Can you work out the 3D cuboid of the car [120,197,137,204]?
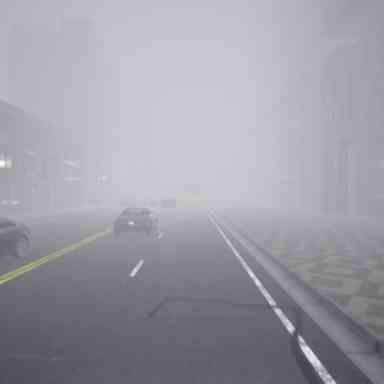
[{"bbox_3d":[-9.794,1.513,51.622,1.837,1.490,4.892,0,0,1],"label":"car"}]

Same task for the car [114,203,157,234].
[{"bbox_3d":[-3.143,1.567,19.171,1.994,1.385,4.181,0,0,0],"label":"car"}]

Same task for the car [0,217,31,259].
[{"bbox_3d":[-6.596,1.493,9.811,2.128,1.511,4.902,0,0,0],"label":"car"}]

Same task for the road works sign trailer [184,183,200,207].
[{"bbox_3d":[0.027,0.473,51.491,2.380,3.560,2.880,0,0,0],"label":"road works sign trailer"}]

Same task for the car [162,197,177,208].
[{"bbox_3d":[-3.139,1.486,47.149,1.882,1.535,5.008,0,0,0],"label":"car"}]

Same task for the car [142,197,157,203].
[{"bbox_3d":[-6.545,1.500,51.723,2.128,1.511,4.902,0,0,1],"label":"car"}]
